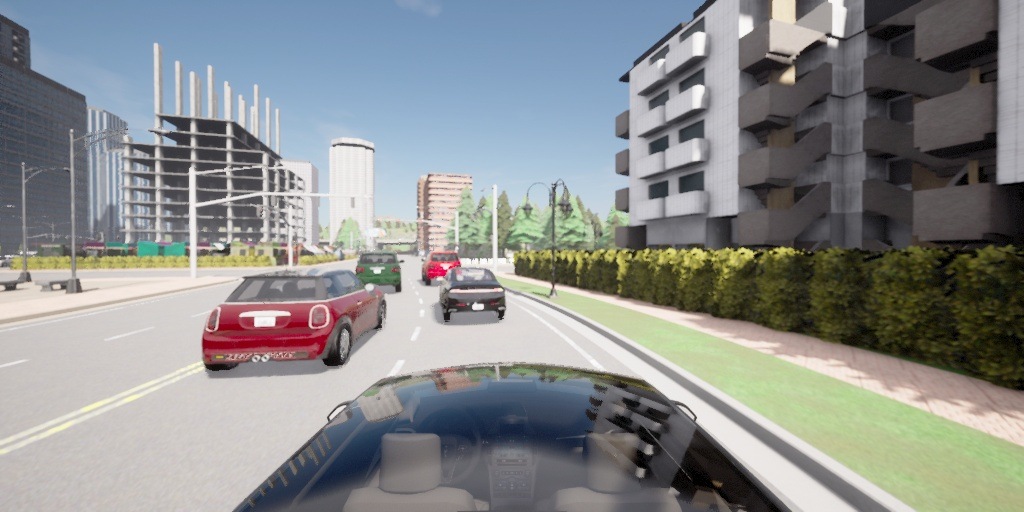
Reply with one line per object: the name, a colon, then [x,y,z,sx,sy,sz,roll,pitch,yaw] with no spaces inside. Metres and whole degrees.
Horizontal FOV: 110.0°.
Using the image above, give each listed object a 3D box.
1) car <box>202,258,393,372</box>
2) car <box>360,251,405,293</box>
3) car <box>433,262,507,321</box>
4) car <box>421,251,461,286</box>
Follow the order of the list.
car: [-4.197,1.038,7.790,2.097,1.767,4.553,0,1,-8]
car: [-6.966,0.780,19.046,2.150,2.045,5.566,0,1,-17]
car: [-1.446,1.124,11.982,2.128,1.511,4.902,0,1,-13]
car: [-4.564,0.729,23.048,2.150,2.045,5.566,0,1,-17]
